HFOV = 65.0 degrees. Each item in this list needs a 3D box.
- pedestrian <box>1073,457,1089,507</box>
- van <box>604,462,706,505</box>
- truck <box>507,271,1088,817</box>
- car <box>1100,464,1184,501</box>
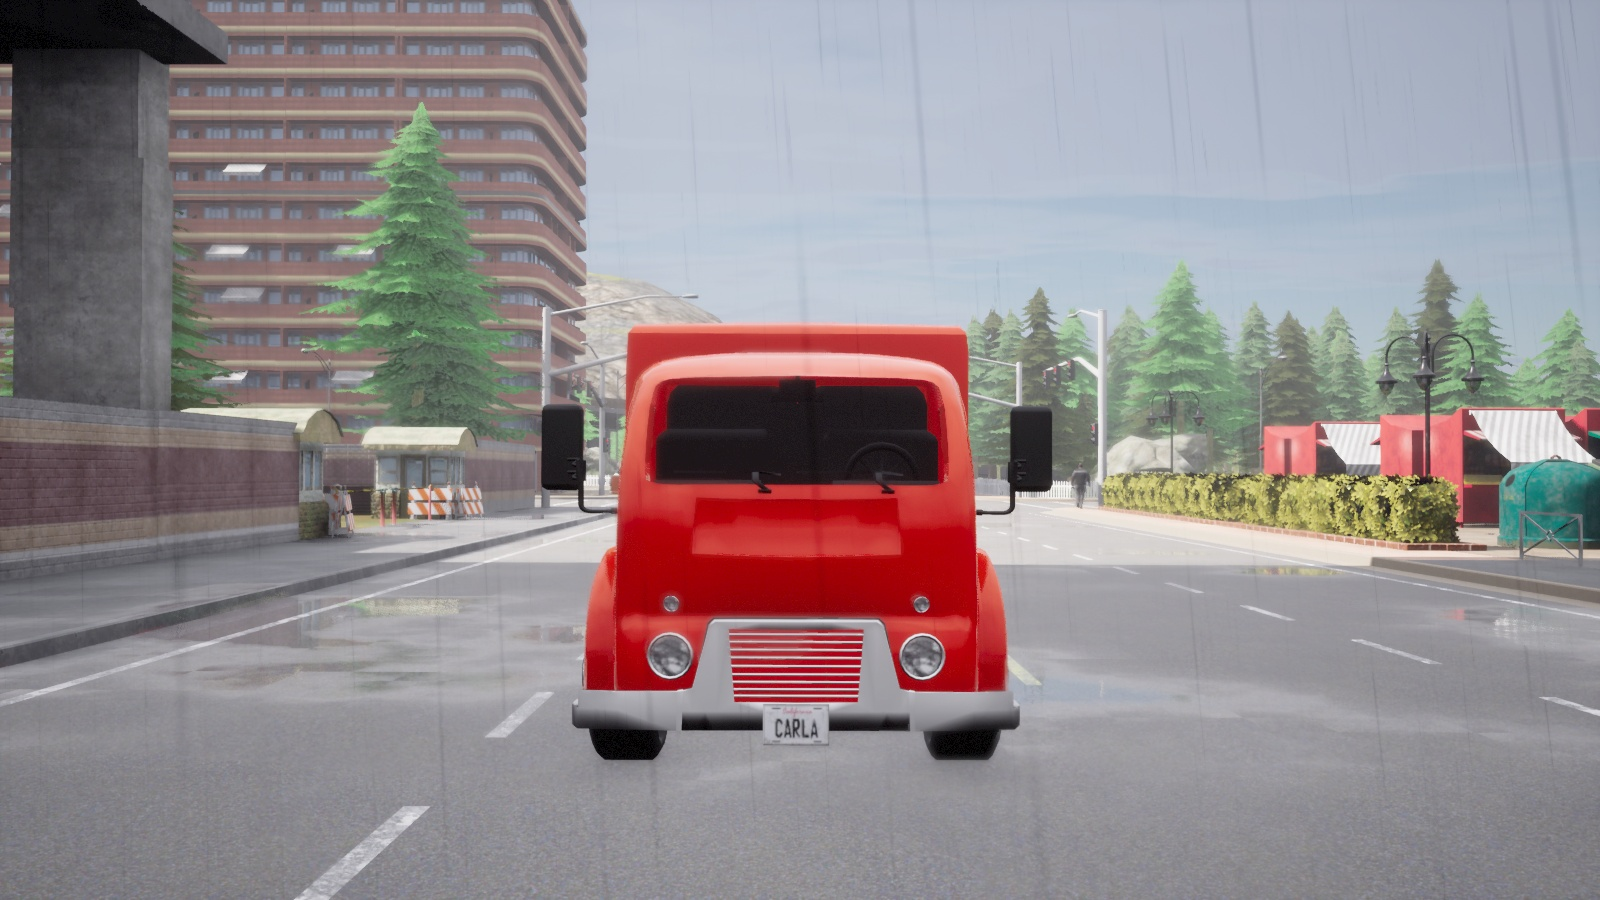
[{"bbox_3d":[10.746,1.230,48.024,0.563,1.883,0.849,0,-1,14],"label":"pedestrian"},{"bbox_3d":[-7.063,1.621,61.263,4.480,2.038,2.069,0,-1,20],"label":"van"},{"bbox_3d":[-0.022,0.467,8.307,2.627,2.467,5.204,0,-1,0],"label":"truck"},{"bbox_3d":[17.762,1.690,65.387,3.866,1.878,1.905,0,-1,0],"label":"car"}]
